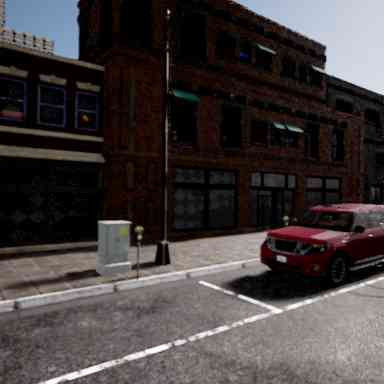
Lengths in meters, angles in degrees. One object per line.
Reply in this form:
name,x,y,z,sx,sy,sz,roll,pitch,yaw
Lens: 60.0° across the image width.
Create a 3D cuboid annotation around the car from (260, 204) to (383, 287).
car,4.235,1.306,9.557,5.009,1.841,2.192,0,1,-35
